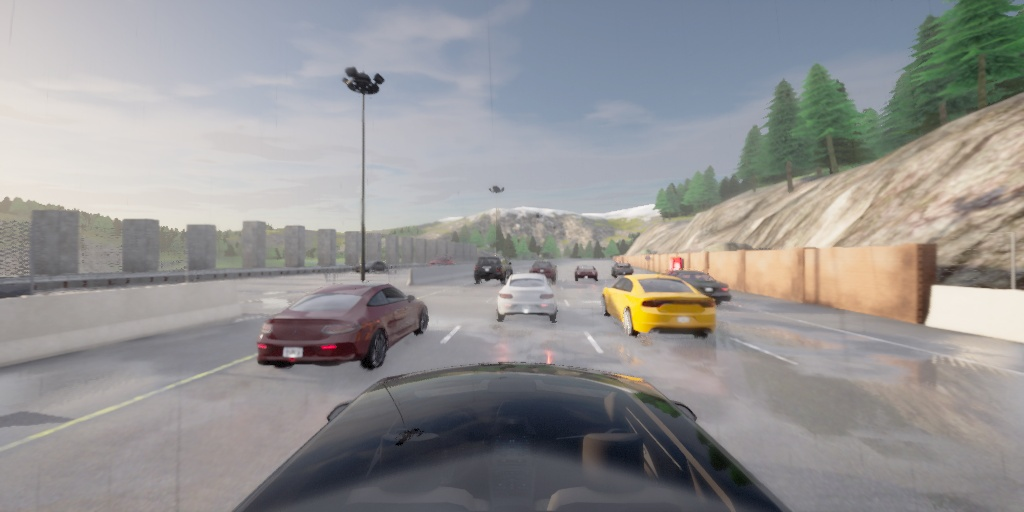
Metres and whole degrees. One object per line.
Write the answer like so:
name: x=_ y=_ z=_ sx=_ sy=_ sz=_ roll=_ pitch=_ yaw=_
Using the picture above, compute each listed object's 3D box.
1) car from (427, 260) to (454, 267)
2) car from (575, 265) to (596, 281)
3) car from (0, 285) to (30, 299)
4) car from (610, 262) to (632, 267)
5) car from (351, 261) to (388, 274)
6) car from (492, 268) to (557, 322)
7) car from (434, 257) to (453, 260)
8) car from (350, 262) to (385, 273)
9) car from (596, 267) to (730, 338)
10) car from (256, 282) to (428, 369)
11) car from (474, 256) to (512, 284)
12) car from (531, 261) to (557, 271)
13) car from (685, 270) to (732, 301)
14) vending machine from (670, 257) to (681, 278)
car: x=-8.872 y=1.450 z=44.651 sx=1.895 sy=1.301 sz=4.718 roll=0 pitch=0 yaw=13
car: x=6.466 y=1.453 z=31.488 sx=1.895 sy=1.301 sz=4.718 roll=0 pitch=0 yaw=10
car: x=-17.338 y=1.275 z=9.889 sx=2.033 sy=1.411 sz=5.357 roll=0 pitch=0 yaw=3
car: x=10.807 y=1.367 z=35.285 sx=2.128 sy=1.511 sz=4.902 roll=0 pitch=0 yaw=12
car: x=-16.535 y=1.329 z=42.380 sx=1.837 sy=1.490 sz=4.892 roll=0 pitch=-1 yaw=12
car: x=0.554 y=1.308 z=12.428 sx=1.812 sy=1.442 sz=4.674 roll=0 pitch=0 yaw=4
car: x=-10.434 y=1.092 z=53.298 sx=2.150 sy=2.045 sz=5.566 roll=0 pitch=0 yaw=14
car: x=-19.007 y=1.430 z=47.403 sx=1.895 sy=1.301 sz=4.718 roll=0 pitch=0 yaw=13
car: x=3.931 y=1.263 z=10.434 sx=1.882 sy=1.535 sz=5.008 roll=0 pitch=0 yaw=3
car: x=-3.214 y=1.284 z=7.698 sx=1.812 sy=1.442 sz=4.674 roll=0 pitch=0 yaw=2
car: x=-1.326 y=1.043 z=27.379 sx=2.150 sy=2.045 sz=5.566 roll=0 pitch=0 yaw=9
car: x=2.657 y=1.189 z=29.883 sx=2.097 sy=1.767 sz=4.553 roll=0 pitch=0 yaw=9
car: x=7.859 y=1.360 z=16.376 sx=2.033 sy=1.411 sz=5.357 roll=0 pitch=0 yaw=5
vending machine: x=15.440 y=1.078 z=33.854 sx=1.100 sy=2.100 sz=0.880 roll=0 pitch=0 yaw=12
